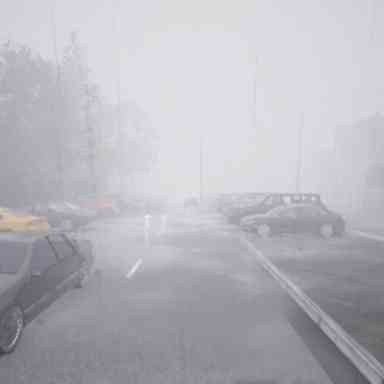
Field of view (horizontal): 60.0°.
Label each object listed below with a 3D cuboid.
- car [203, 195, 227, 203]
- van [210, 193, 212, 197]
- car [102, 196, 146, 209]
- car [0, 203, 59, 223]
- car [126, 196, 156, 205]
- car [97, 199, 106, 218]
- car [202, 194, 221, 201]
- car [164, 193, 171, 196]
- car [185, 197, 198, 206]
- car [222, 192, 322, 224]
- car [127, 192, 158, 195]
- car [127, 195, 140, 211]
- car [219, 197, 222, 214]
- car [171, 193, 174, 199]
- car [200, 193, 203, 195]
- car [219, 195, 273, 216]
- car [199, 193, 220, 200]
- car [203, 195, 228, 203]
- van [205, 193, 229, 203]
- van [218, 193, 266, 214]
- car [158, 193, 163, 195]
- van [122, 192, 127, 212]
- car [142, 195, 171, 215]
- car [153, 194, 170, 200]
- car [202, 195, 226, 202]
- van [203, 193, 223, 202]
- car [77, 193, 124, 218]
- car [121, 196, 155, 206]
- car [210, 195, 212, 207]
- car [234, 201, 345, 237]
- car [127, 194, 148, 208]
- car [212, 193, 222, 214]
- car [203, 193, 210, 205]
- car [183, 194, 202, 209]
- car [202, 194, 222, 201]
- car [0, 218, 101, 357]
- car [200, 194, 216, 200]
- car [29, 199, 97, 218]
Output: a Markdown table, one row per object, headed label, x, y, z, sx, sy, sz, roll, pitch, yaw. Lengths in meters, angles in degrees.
| label | x | y | z | sx | sy | sz | roll | pitch | yaw |
| --- | --- | --- | --- | --- | --- | --- | --- | --- | --- |
| car | 4.689 | 1.422 | 69.271 | 4.792 | 1.488 | 2.163 | 0 | 0 | 0 |
| van | 4.608 | 1.093 | 38.438 | 4.442 | 1.987 | 1.878 | 0 | 0 | 0 |
| car | -8.355 | 1.322 | 41.099 | 5.008 | 1.535 | 2.097 | 0 | 0 | 0 |
| car | -8.329 | 1.365 | 13.251 | 5.008 | 1.535 | 2.097 | 0 | 0 | 0 |
| car | -8.387 | 1.382 | 54.899 | 4.674 | 1.452 | 2.002 | 0 | 0 | 0 |
| car | -8.338 | 1.367 | 21.606 | 4.674 | 1.452 | 2.002 | 0 | 0 | 0 |
| car | 4.667 | 1.310 | 80.484 | 4.553 | 1.767 | 2.185 | 0 | 0 | 0 |
| car | -8.460 | 1.459 | 85.691 | 4.892 | 1.521 | 2.231 | 0 | 0 | 0 |
| car | -0.050 | 1.456 | 52.467 | 1.895 | 1.301 | 4.718 | 0 | 0 | 0 |
| car | 4.716 | 1.084 | 18.816 | 5.566 | 2.045 | 2.435 | 0 | 0 | 0 |
| car | -8.350 | 1.078 | 49.452 | 5.566 | 2.045 | 2.435 | 0 | 0 | 0 |
| car | -8.348 | 1.359 | 35.527 | 4.674 | 1.452 | 2.002 | 0 | 0 | 0 |
| car | 4.736 | 1.319 | 24.421 | 4.892 | 1.521 | 2.231 | 0 | 0 | 0 |
| car | -8.275 | 1.465 | 88.469 | 5.366 | 1.575 | 1.946 | 0 | 0 | 0 |
| car | 4.498 | 1.347 | 58.058 | 5.366 | 1.575 | 1.946 | 0 | 0 | 0 |
| car | 4.769 | 1.188 | 30.027 | 4.553 | 1.767 | 2.185 | 0 | 0 | 0 |
| car | 4.647 | 1.217 | 88.895 | 5.566 | 2.045 | 2.435 | 0 | 0 | 0 |
| car | 4.695 | 1.412 | 66.468 | 4.792 | 1.488 | 2.163 | 0 | 0 | 0 |
| van | 4.788 | 1.145 | 63.666 | 4.442 | 1.987 | 1.878 | 0 | 0 | 0 |
| van | 4.850 | 1.090 | 32.831 | 4.442 | 1.987 | 1.878 | 0 | 0 | 0 |
| car | -8.367 | 1.100 | 57.808 | 5.566 | 2.045 | 2.435 | 0 | 0 | 0 |
| van | -8.458 | 1.089 | 29.955 | 4.442 | 1.987 | 1.878 | 0 | 0 | 0 |
| car | -3.352 | 1.340 | 32.267 | 1.837 | 1.490 | 4.892 | 0 | 0 | 0 |
| car | -8.503 | 1.364 | 94.019 | 4.553 | 1.767 | 2.185 | 0 | 0 | 0 |
| car | 4.659 | 1.403 | 72.074 | 5.008 | 1.535 | 2.097 | 0 | 0 | 0 |
| van | 4.764 | 1.188 | 74.879 | 4.442 | 1.987 | 1.878 | 0 | 0 | 0 |
| car | -8.308 | 1.191 | 27.174 | 4.553 | 1.767 | 2.185 | 0 | 0 | 0 |
| car | -8.379 | 1.336 | 52.238 | 5.008 | 1.535 | 2.097 | 0 | 0 | 0 |
| car | 4.735 | 1.318 | 35.635 | 4.892 | 1.521 | 2.231 | 0 | 0 | 0 |
| car | 4.751 | 1.349 | 16.016 | 4.892 | 1.521 | 2.231 | 0 | 0 | 0 |
| car | -8.170 | 1.318 | 38.312 | 5.366 | 1.575 | 1.946 | 0 | 0 | 0 |
| car | 4.712 | 1.064 | 27.226 | 5.566 | 2.045 | 2.435 | 0 | 0 | 0 |
| car | 4.684 | 1.071 | 44.045 | 5.566 | 2.045 | 2.435 | 0 | 0 | 0 |
| car | -0.028 | 1.347 | 42.360 | 1.837 | 1.490 | 4.892 | 0 | 0 | 0 |
| car | 4.611 | 1.299 | 77.681 | 4.553 | 1.767 | 2.185 | 0 | 0 | 0 |
| car | -3.349 | 1.490 | 6.198 | 2.033 | 1.411 | 5.357 | 0 | 1 | 0 |
| car | 4.575 | 1.364 | 94.501 | 4.553 | 1.767 | 2.185 | 0 | 0 | 0 |
| car | -8.340 | 1.335 | 18.819 | 5.008 | 1.535 | 2.097 | 0 | 0 | 0 |
